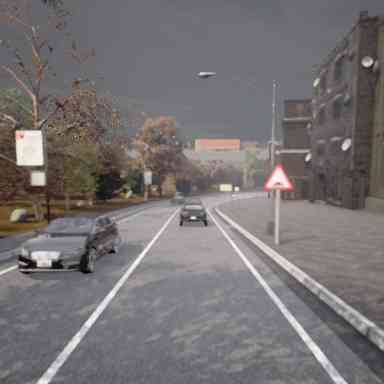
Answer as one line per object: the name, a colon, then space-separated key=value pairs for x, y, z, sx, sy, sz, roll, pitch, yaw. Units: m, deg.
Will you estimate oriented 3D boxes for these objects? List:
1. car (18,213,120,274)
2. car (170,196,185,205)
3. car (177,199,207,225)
car: x=-3.602 y=1.472 z=10.559 sx=2.128 sy=1.511 sz=4.902 roll=0 pitch=0 yaw=0
car: x=-2.095 y=1.310 z=52.268 sx=1.812 sy=1.442 sz=4.674 roll=1 pitch=1 yaw=9
car: x=0.092 y=1.482 z=23.529 sx=1.812 sy=1.442 sz=4.674 roll=0 pitch=0 yaw=0
